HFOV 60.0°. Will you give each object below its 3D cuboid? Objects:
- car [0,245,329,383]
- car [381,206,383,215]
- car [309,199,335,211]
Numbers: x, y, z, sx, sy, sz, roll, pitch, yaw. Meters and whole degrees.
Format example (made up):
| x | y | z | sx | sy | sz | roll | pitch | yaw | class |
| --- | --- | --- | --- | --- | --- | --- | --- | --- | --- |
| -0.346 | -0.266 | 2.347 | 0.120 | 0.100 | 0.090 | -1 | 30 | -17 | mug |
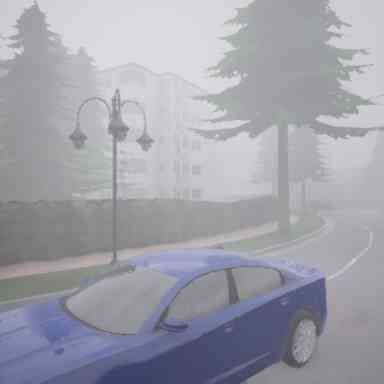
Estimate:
| x | y | z | sx | sy | sz | roll | pitch | yaw | class |
| --- | --- | --- | --- | --- | --- | --- | --- | --- | --- |
| -0.240 | 1.506 | 4.096 | 5.008 | 1.535 | 1.882 | 0 | 0 | -40 | car |
| 20.042 | 1.588 | 32.201 | 2.128 | 1.511 | 4.902 | 0 | 0 | 10 | car |
| 16.994 | 1.688 | 43.787 | 1.837 | 1.490 | 4.892 | 0 | -1 | -3 | car |
